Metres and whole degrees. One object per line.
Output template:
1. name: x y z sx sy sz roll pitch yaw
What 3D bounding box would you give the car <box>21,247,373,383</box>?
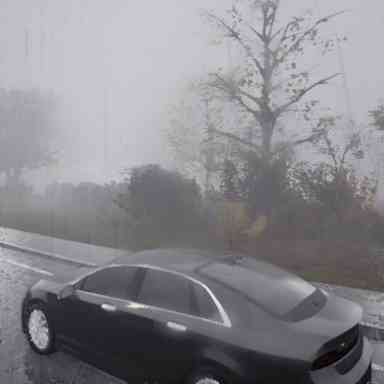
1. car: -0.387 1.515 4.428 4.892 1.490 1.837 0 0 36
